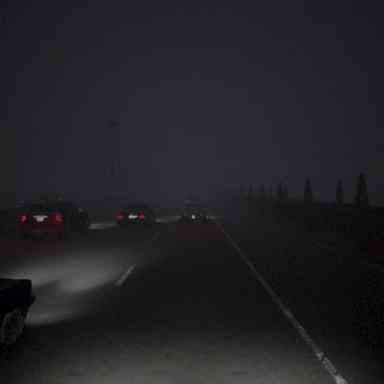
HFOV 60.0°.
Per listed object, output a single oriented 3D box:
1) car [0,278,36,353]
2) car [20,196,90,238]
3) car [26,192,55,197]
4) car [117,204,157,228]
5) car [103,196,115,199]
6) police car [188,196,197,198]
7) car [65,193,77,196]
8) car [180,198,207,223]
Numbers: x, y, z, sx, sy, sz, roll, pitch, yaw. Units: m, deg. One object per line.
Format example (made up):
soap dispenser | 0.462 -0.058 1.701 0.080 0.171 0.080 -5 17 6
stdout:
car | -3.399 1.583 3.133 1.895 1.301 4.718 0 0 0
car | -6.903 1.264 17.253 2.097 1.767 4.553 0 0 0
car | -17.567 1.035 38.475 2.150 2.045 5.566 0 0 0
car | -3.404 1.441 21.122 2.033 1.411 5.357 0 0 0
car | -14.022 1.308 56.196 1.994 1.385 4.181 0 0 0
police car | 0.092 1.298 41.692 2.038 1.542 4.974 0 0 0
car | -21.030 1.139 57.161 2.097 1.767 4.553 0 0 -1
car | 0.097 1.405 24.260 1.812 1.442 4.674 0 0 0
